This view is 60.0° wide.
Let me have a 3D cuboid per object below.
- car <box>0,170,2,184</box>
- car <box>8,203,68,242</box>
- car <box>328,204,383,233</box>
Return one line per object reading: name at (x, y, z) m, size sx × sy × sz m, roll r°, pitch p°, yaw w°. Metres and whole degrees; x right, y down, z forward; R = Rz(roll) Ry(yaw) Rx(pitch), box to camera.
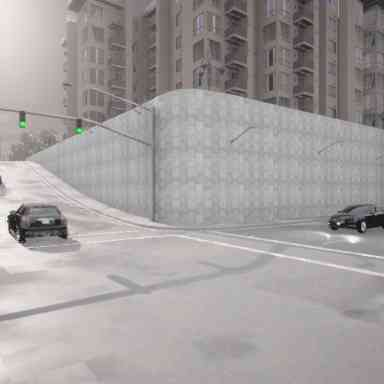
car at (-22.672, -2.054, 37.328) m, size 2.097 × 1.767 × 4.553 m, roll 0°, pitch 12°, yaw -36°
car at (-7.824, 1.318, 16.672) m, size 2.097 × 1.767 × 4.553 m, roll 0°, pitch 2°, yaw -36°
car at (10.056, 1.505, 19.773) m, size 4.892 × 1.490 × 1.837 m, roll 0°, pitch 0°, yaw -36°
